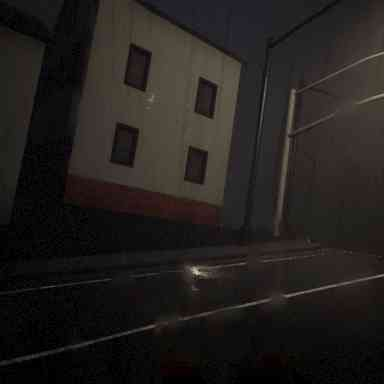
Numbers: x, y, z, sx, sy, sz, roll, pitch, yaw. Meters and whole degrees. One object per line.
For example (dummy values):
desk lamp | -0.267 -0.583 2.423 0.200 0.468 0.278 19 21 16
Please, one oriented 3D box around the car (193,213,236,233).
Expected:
car | 2.813 3.958 43.049 2.150 2.045 5.566 12 -7 -35

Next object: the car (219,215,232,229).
car | 2.369 3.566 37.294 1.837 1.490 4.892 13 -7 -35

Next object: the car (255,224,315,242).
car | 8.036 3.578 29.279 2.033 1.411 5.357 12 -7 -35
